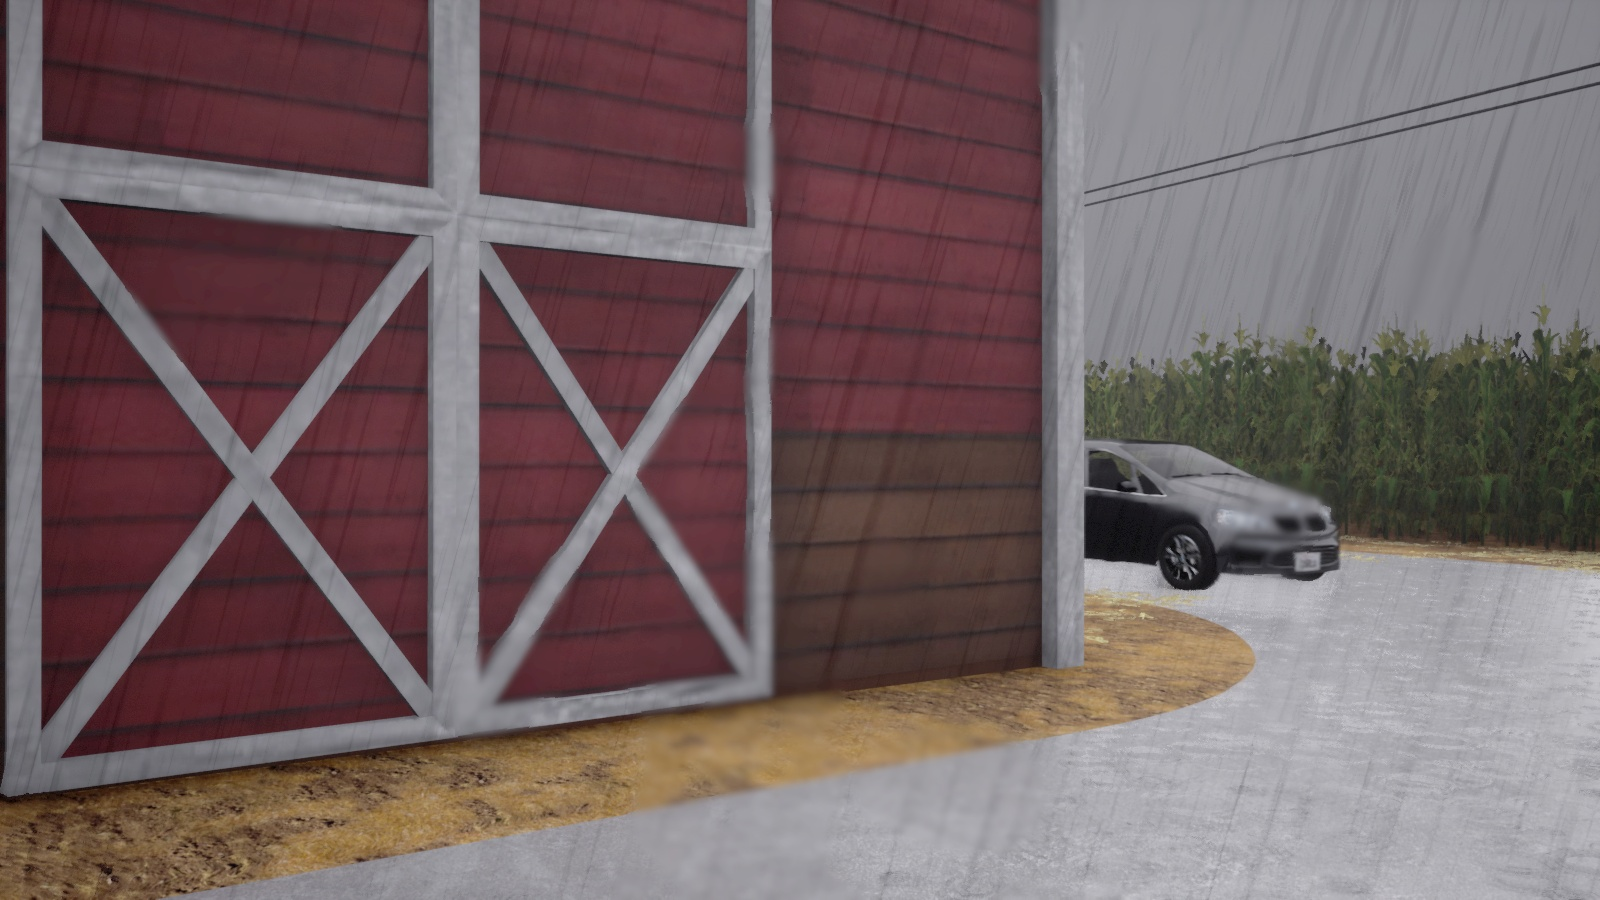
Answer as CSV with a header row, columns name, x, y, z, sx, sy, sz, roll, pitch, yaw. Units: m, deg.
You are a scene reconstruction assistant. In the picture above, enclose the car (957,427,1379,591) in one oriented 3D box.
name,x,y,z,sx,sy,sz,roll,pitch,yaw
car,4.258,0.600,15.308,2.242,1.667,4.611,0,0,-32
